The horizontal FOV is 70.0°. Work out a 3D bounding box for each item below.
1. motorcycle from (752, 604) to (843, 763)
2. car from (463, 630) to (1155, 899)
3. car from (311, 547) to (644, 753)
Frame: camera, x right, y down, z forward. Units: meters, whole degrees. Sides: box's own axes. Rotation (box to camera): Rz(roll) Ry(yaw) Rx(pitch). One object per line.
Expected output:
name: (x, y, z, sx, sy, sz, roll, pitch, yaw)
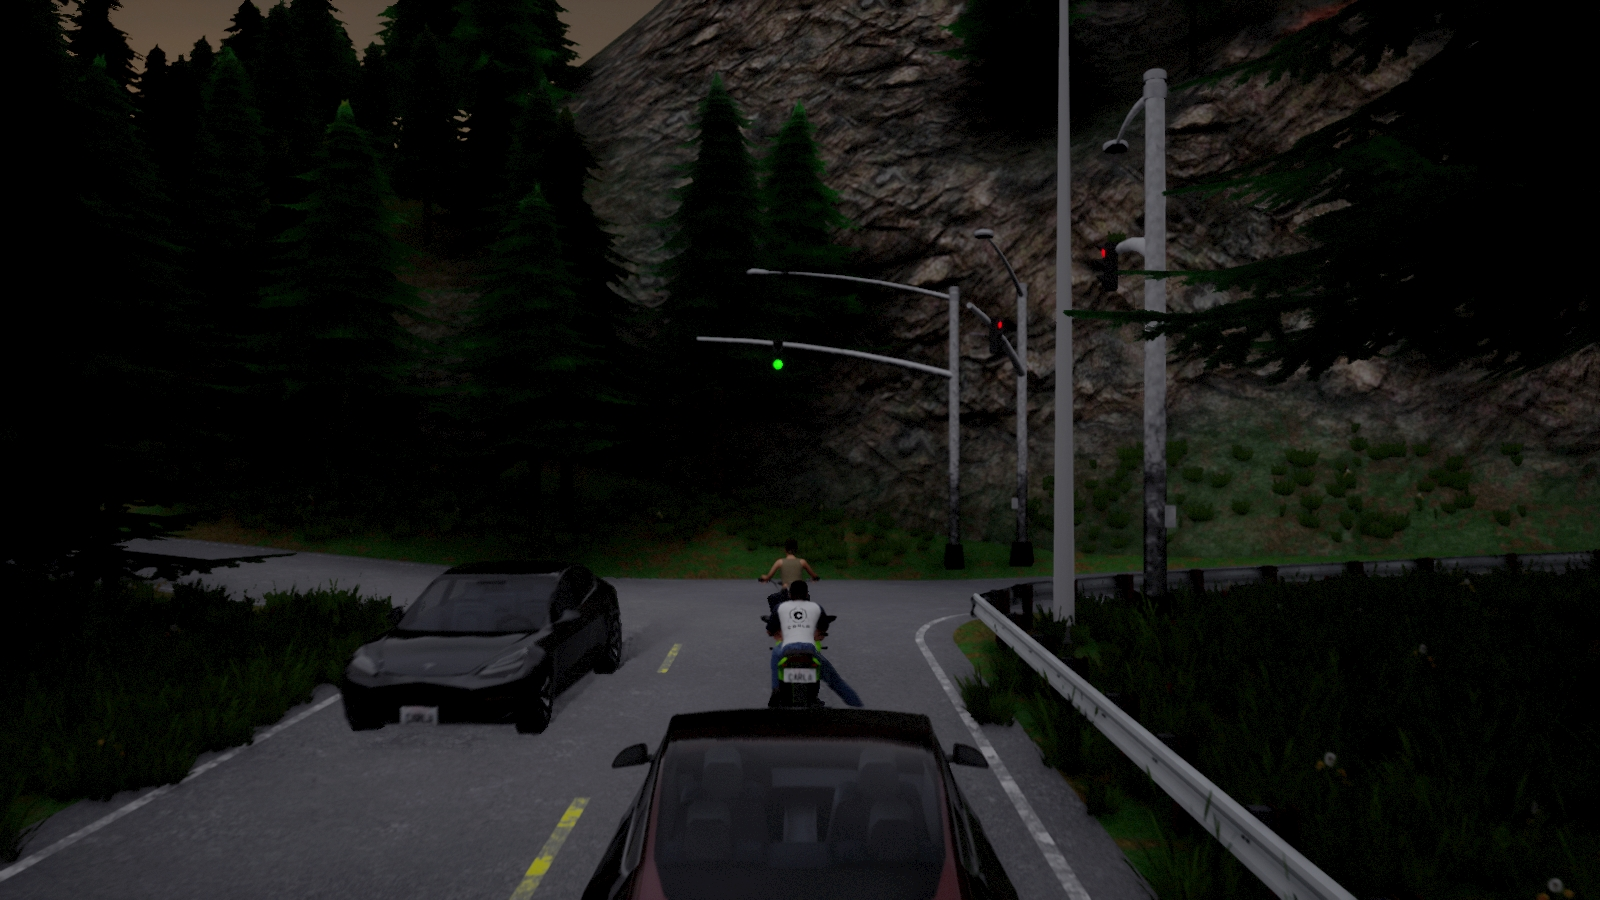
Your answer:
motorcycle: (-0.031, 2.213, 11.167, 0.803, 1.145, 2.033, 0, 0, 0)
car: (0.030, 2.063, 5.970, 2.163, 1.488, 4.792, 0, 0, 0)
car: (-3.343, 2.062, 13.038, 2.163, 1.488, 4.792, 0, 0, 4)
